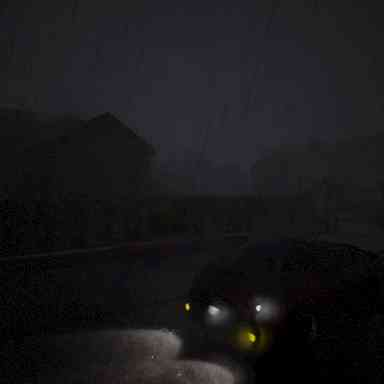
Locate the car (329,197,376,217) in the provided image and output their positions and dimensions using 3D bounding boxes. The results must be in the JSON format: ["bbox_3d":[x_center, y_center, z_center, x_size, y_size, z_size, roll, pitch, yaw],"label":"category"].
[{"bbox_3d":[12.562,1.115,26.430,1.845,1.501,3.633,0,0,-38],"label":"car"}]

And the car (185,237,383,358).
[{"bbox_3d":[1.948,1.552,6.002,4.181,1.385,1.994,0,0,-36],"label":"car"}]
